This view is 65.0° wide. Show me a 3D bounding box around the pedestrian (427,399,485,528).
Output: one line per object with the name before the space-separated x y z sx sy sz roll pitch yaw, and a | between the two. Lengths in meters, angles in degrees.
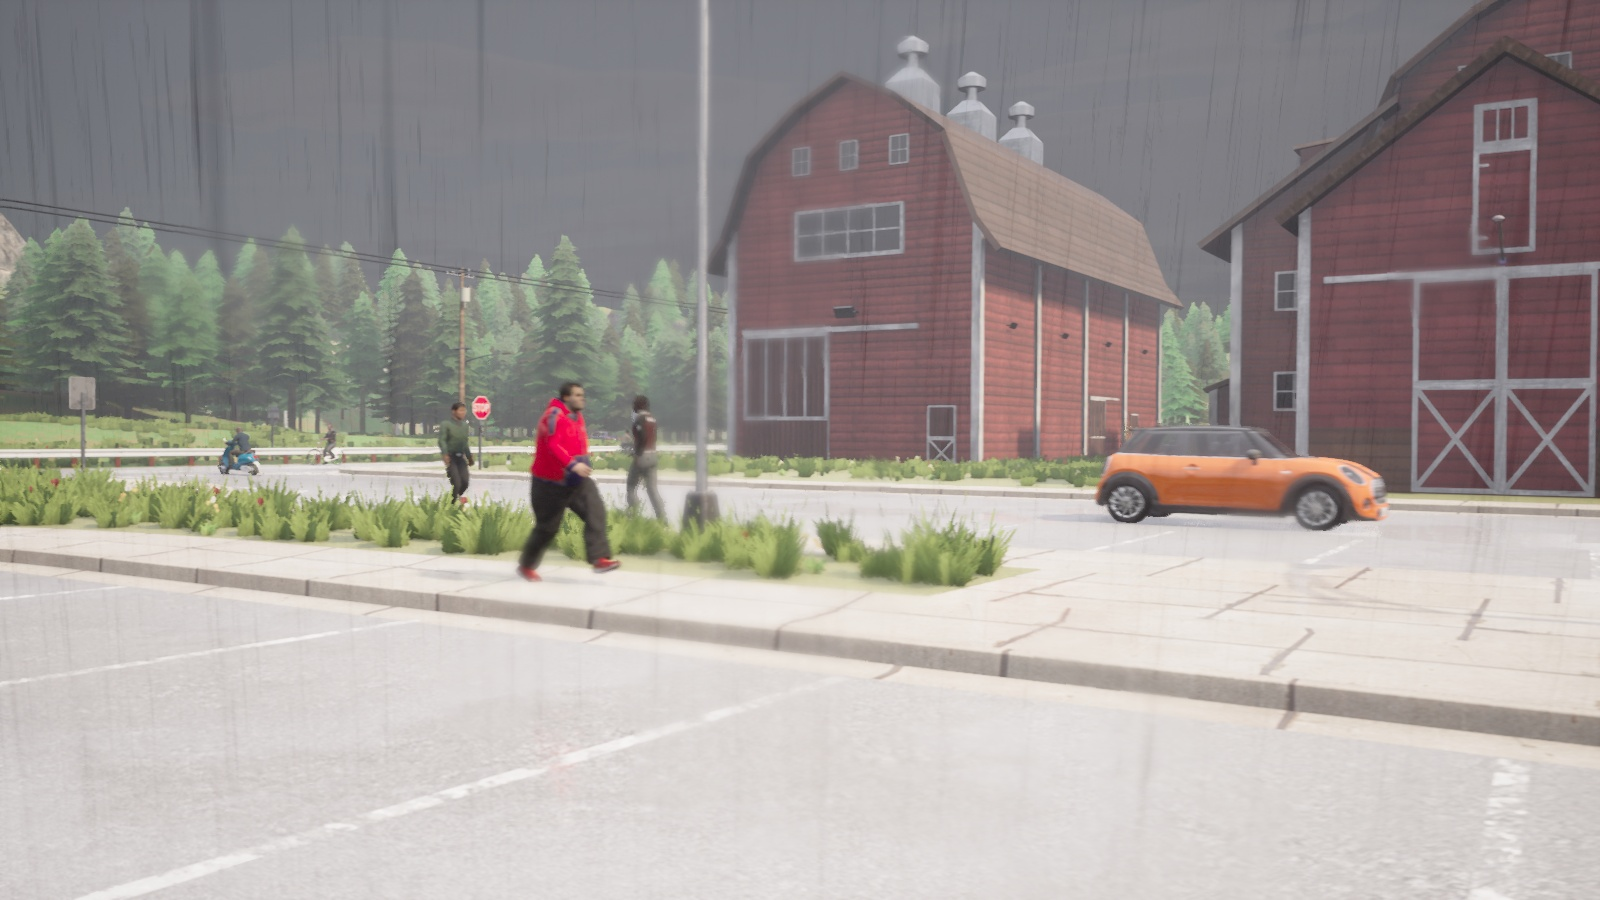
pedestrian | -5.310 0.200 19.386 0.788 1.949 0.423 0 1 34

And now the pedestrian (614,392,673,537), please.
pedestrian | -2.132 0.194 17.076 0.666 1.930 0.402 0 1 30

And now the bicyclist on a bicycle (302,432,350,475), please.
bicyclist on a bicycle | -20.064 0.150 53.200 0.659 1.776 1.843 0 1 33

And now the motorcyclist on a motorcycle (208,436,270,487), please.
motorcyclist on a motorcycle | -18.303 0.368 40.955 1.817 1.590 0.866 0 1 26

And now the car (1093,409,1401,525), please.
car | 7.506 0.241 21.188 4.553 1.767 2.097 0 1 32

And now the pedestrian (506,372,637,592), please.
pedestrian | -1.990 0.265 10.957 0.899 1.844 0.634 0 1 26
